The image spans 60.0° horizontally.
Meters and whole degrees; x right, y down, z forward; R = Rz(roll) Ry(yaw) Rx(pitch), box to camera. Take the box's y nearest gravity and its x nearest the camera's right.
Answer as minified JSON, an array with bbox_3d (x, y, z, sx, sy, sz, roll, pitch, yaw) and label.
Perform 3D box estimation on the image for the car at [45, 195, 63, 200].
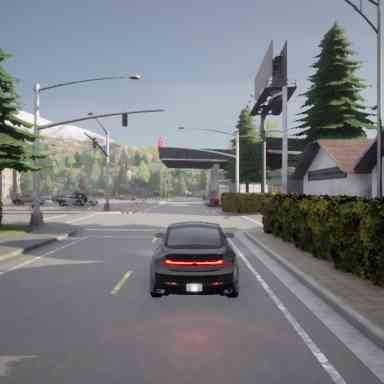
[{"bbox_3d":[-35.077,1.384,84.577,3.806,1.475,1.970,0,0,0],"label":"car"}]

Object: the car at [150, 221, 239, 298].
[{"bbox_3d":[0.061,1.505,8.527,1.837,1.490,4.892,0,0,0],"label":"car"}]

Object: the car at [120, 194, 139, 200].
[{"bbox_3d":[-16.481,1.339,87.671,4.514,1.523,2.007,0,0,0],"label":"car"}]

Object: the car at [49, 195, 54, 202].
[{"bbox_3d":[-24.005,1.298,62.653,4.514,1.523,2.007,0,0,0],"label":"car"}]

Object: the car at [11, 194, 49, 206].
[{"bbox_3d":[-24.646,1.097,50.192,4.605,1.855,1.932,0,0,0],"label":"car"}]

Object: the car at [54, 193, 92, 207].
[{"bbox_3d":[-16.760,1.077,46.950,3.866,1.878,1.905,0,0,0],"label":"car"}]

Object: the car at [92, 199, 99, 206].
[{"bbox_3d":[-16.167,1.361,50.278,3.806,1.475,1.970,0,0,0],"label":"car"}]

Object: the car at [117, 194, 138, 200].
[{"bbox_3d":[-16.411,1.330,84.534,5.027,1.636,2.152,0,0,0],"label":"car"}]

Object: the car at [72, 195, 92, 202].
[{"bbox_3d":[-24.018,1.319,72.646,3.633,1.501,1.845,0,0,0],"label":"car"}]
